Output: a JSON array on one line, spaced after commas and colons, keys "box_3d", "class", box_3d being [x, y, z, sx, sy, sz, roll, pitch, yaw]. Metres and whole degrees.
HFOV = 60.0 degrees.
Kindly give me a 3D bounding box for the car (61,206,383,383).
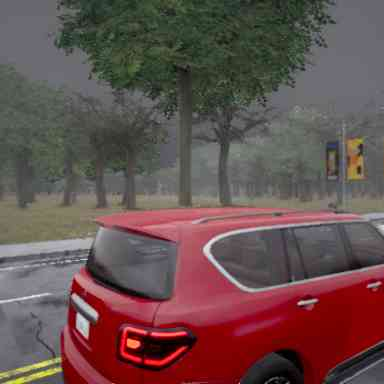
[{"box_3d": [1.265, 1.202, 4.353, 5.566, 2.045, 2.150, 0, 0, -35], "class": "car"}]
